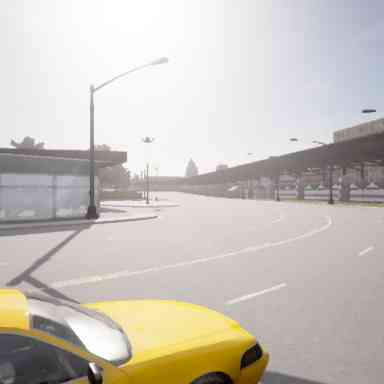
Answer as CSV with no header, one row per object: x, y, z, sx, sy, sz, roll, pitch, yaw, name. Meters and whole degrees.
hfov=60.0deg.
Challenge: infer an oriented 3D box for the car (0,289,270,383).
-1.695,1.450,2.532,5.366,1.575,1.801,0,0,-36,car
